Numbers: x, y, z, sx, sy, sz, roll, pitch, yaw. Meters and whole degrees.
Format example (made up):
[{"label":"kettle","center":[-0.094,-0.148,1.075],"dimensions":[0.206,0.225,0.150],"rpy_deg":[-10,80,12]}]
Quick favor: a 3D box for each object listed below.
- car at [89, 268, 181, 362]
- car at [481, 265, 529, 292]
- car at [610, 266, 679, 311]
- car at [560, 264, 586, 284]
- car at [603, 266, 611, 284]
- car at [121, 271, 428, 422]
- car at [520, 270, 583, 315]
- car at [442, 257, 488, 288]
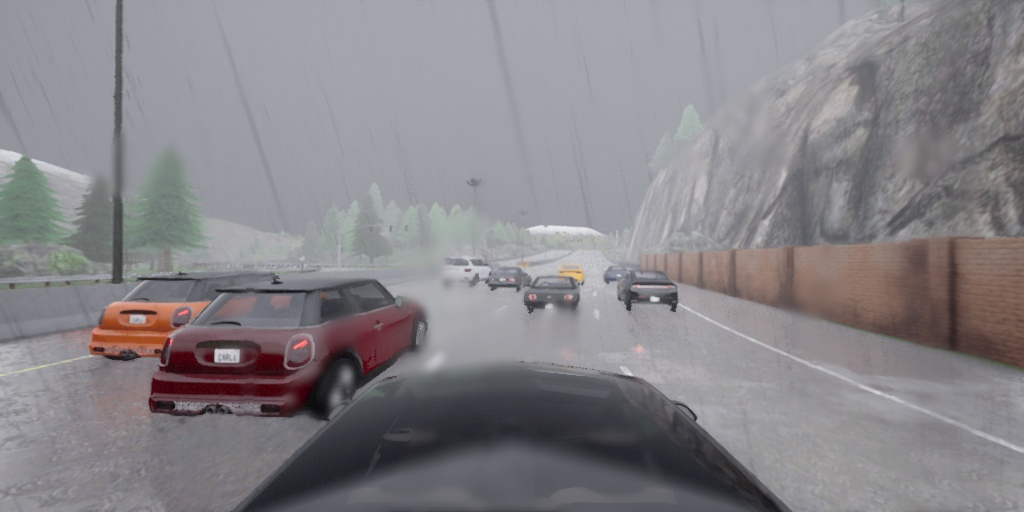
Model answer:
[{"label":"car","center":[-6.258,1.128,8.333],"dimensions":[2.097,1.767,4.553],"rpy_deg":[0,0,6]},{"label":"car","center":[-0.048,1.410,22.719],"dimensions":[2.033,1.411,5.357],"rpy_deg":[0,0,12]},{"label":"car","center":[5.462,1.319,14.864],"dimensions":[2.128,1.511,4.902],"rpy_deg":[0,-1,11]},{"label":"car","center":[4.801,1.380,28.625],"dimensions":[1.882,1.535,5.008],"rpy_deg":[0,0,12]},{"label":"car","center":[8.536,1.476,29.233],"dimensions":[1.994,1.385,4.181],"rpy_deg":[0,0,12]},{"label":"car","center":[-2.985,1.123,6.068],"dimensions":[2.097,1.767,4.553],"rpy_deg":[0,0,4]},{"label":"car","center":[1.728,1.420,14.106],"dimensions":[1.895,1.301,4.718],"rpy_deg":[0,0,11]},{"label":"car","center":[-3.062,1.093,25.326],"dimensions":[2.150,2.045,5.566],"rpy_deg":[0,0,12]}]
